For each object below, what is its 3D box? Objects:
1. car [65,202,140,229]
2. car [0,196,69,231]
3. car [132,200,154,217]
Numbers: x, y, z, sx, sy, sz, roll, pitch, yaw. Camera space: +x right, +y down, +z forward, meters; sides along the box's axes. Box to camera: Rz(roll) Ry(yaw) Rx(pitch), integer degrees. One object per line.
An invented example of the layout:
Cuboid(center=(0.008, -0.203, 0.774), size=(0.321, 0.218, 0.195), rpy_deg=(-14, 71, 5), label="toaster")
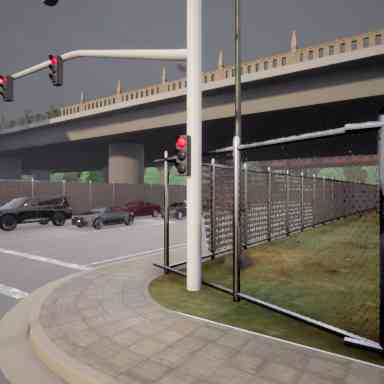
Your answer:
Cuboid(center=(-5.857, 1.619, 22.224), size=(1.994, 1.385, 4.181), rpy_deg=(0, 0, 35), label="car")
Cuboid(center=(-10.576, 1.277, 21.628), size=(2.150, 2.045, 5.566), rpy_deg=(0, 0, 36), label="car")
Cuboid(center=(-4.901, 1.533, 29.630), size=(1.882, 1.535, 5.008), rpy_deg=(0, 0, 35), label="car")
